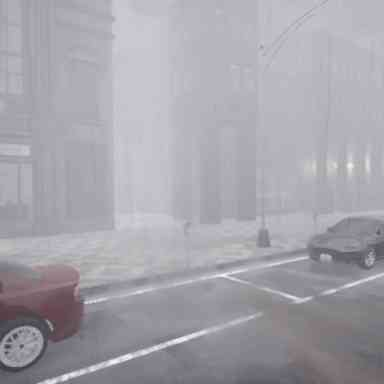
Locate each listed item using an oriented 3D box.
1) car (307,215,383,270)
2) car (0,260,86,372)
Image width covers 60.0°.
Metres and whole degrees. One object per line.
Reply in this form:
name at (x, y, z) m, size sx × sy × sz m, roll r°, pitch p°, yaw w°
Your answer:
car at (5.529, 1.440, 10.597) m, size 4.313 × 1.339 × 1.947 m, roll -1°, pitch 0°, yaw -36°
car at (-3.647, 1.553, 4.050) m, size 4.507 × 1.381 × 1.887 m, roll -1°, pitch 0°, yaw -36°
